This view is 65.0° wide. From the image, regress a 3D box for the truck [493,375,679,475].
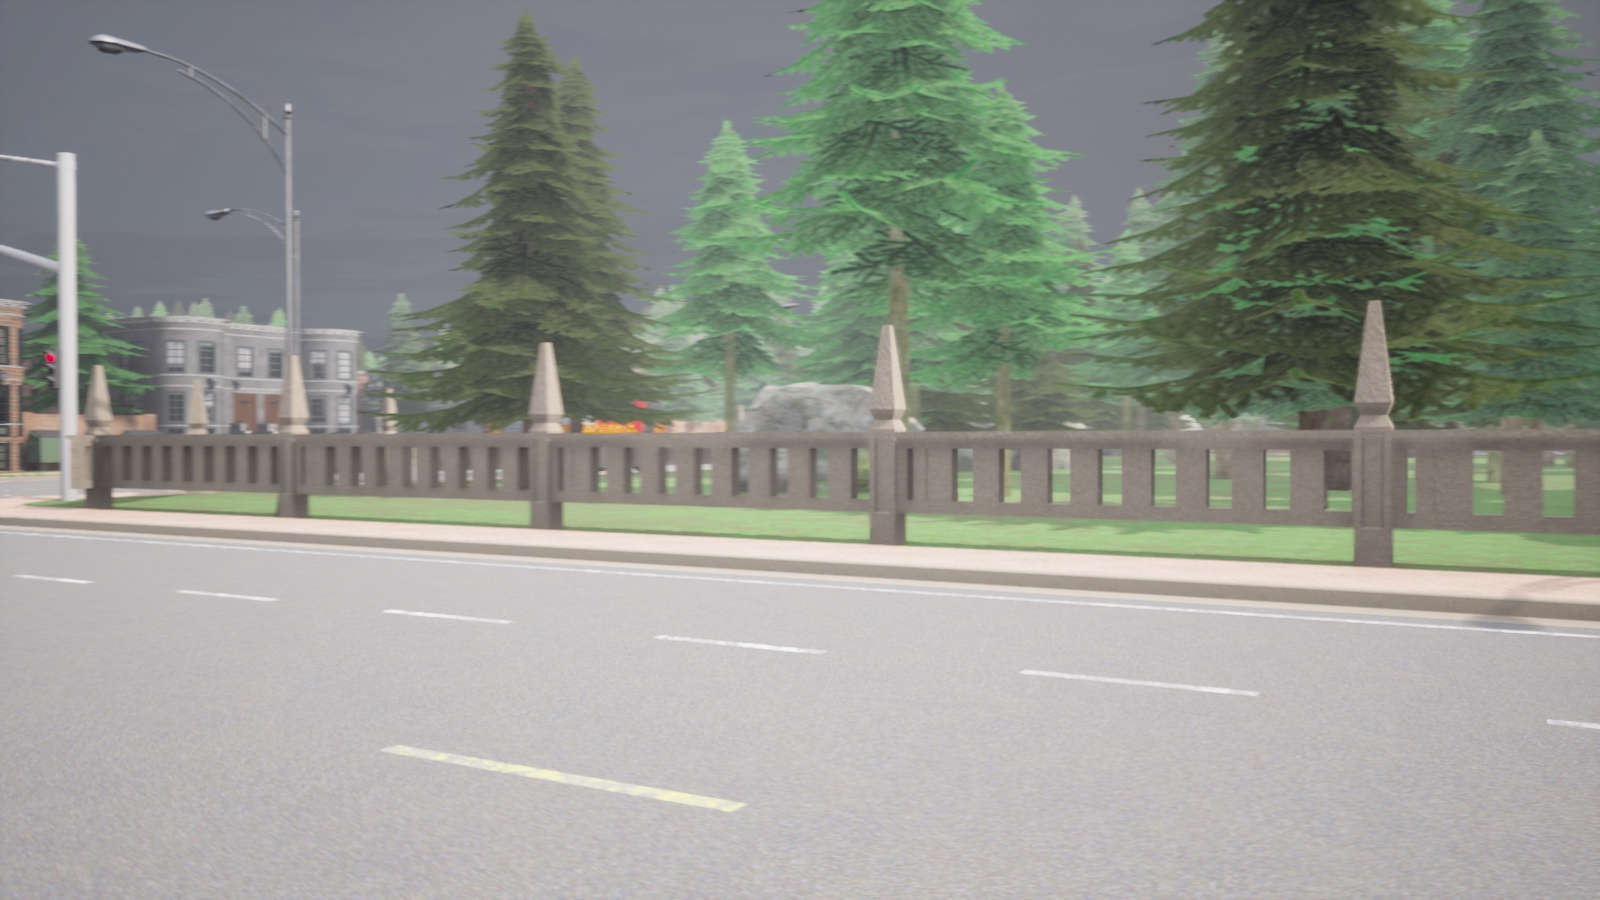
[{"bbox_3d":[-8.700,-1.010,52.353,2.891,3.827,8.468,1,1,30],"label":"truck"}]
